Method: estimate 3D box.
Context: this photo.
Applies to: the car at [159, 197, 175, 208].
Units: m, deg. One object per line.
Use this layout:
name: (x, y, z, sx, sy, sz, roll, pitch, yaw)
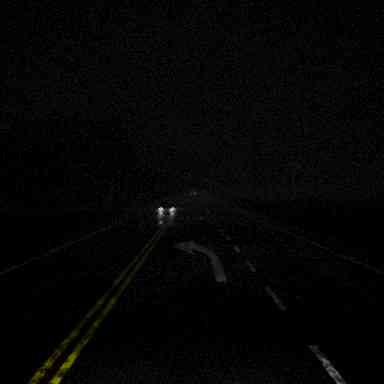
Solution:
car: (-3.466, 1.474, 46.224, 1.812, 1.442, 4.674, 0, -1, 0)
